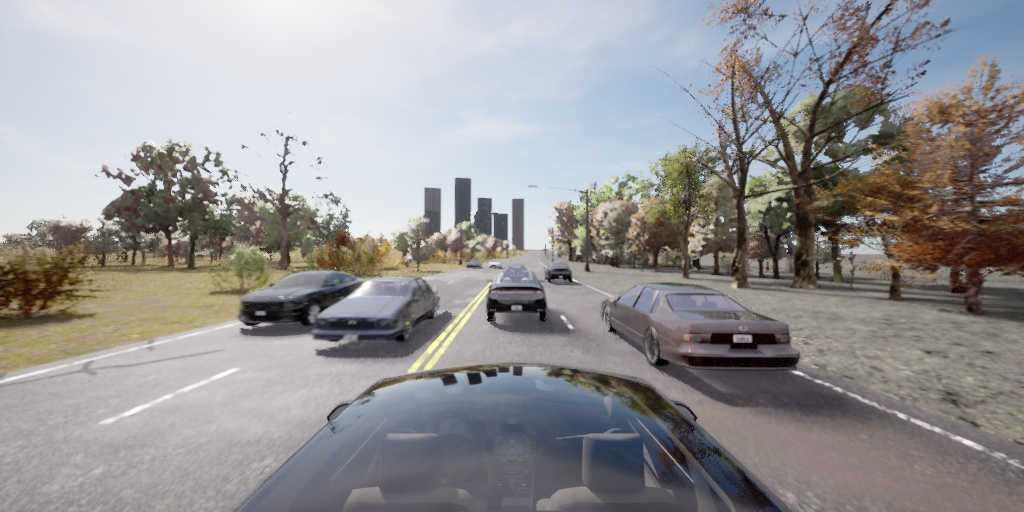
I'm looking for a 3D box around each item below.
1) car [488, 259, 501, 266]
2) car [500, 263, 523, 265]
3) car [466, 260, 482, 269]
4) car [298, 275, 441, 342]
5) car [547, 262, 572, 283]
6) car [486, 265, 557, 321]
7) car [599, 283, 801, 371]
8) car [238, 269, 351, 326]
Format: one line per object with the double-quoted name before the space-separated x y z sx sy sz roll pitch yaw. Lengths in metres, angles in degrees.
"car" -2.501 1.216 53.838 1.812 1.442 4.674 0 0 2
"car" 0.331 1.302 28.681 1.994 1.385 4.181 0 0 1
"car" -5.736 1.252 54.547 1.994 1.385 4.181 0 0 2
"car" -3.320 1.296 10.056 2.033 1.411 5.357 0 0 0
"car" 3.566 1.242 28.230 1.837 1.490 4.892 0 0 1
"car" 0.146 1.240 12.482 2.128 1.511 4.902 0 0 0
"car" 3.385 1.285 7.774 2.033 1.411 5.357 0 -1 0
"car" -6.559 1.225 11.867 1.882 1.535 5.008 0 0 0
